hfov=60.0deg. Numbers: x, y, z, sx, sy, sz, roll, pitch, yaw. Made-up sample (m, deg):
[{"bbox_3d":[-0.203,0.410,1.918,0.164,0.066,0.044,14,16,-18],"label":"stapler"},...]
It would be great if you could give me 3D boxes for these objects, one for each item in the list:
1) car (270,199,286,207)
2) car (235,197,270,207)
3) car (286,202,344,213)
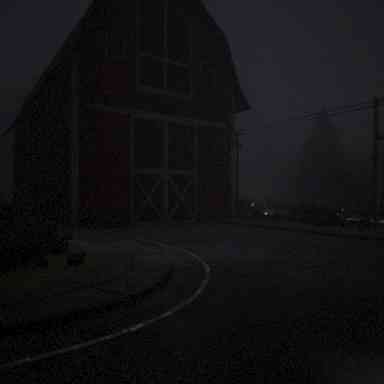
[{"bbox_3d":[9.412,1.552,39.397,1.812,1.442,4.674,0,0,-34],"label":"car"},{"bbox_3d":[6.142,1.379,37.624,2.097,1.767,4.553,0,0,-34],"label":"car"},{"bbox_3d":[11.246,1.628,30.182,1.895,1.301,4.718,0,0,-34],"label":"car"}]
